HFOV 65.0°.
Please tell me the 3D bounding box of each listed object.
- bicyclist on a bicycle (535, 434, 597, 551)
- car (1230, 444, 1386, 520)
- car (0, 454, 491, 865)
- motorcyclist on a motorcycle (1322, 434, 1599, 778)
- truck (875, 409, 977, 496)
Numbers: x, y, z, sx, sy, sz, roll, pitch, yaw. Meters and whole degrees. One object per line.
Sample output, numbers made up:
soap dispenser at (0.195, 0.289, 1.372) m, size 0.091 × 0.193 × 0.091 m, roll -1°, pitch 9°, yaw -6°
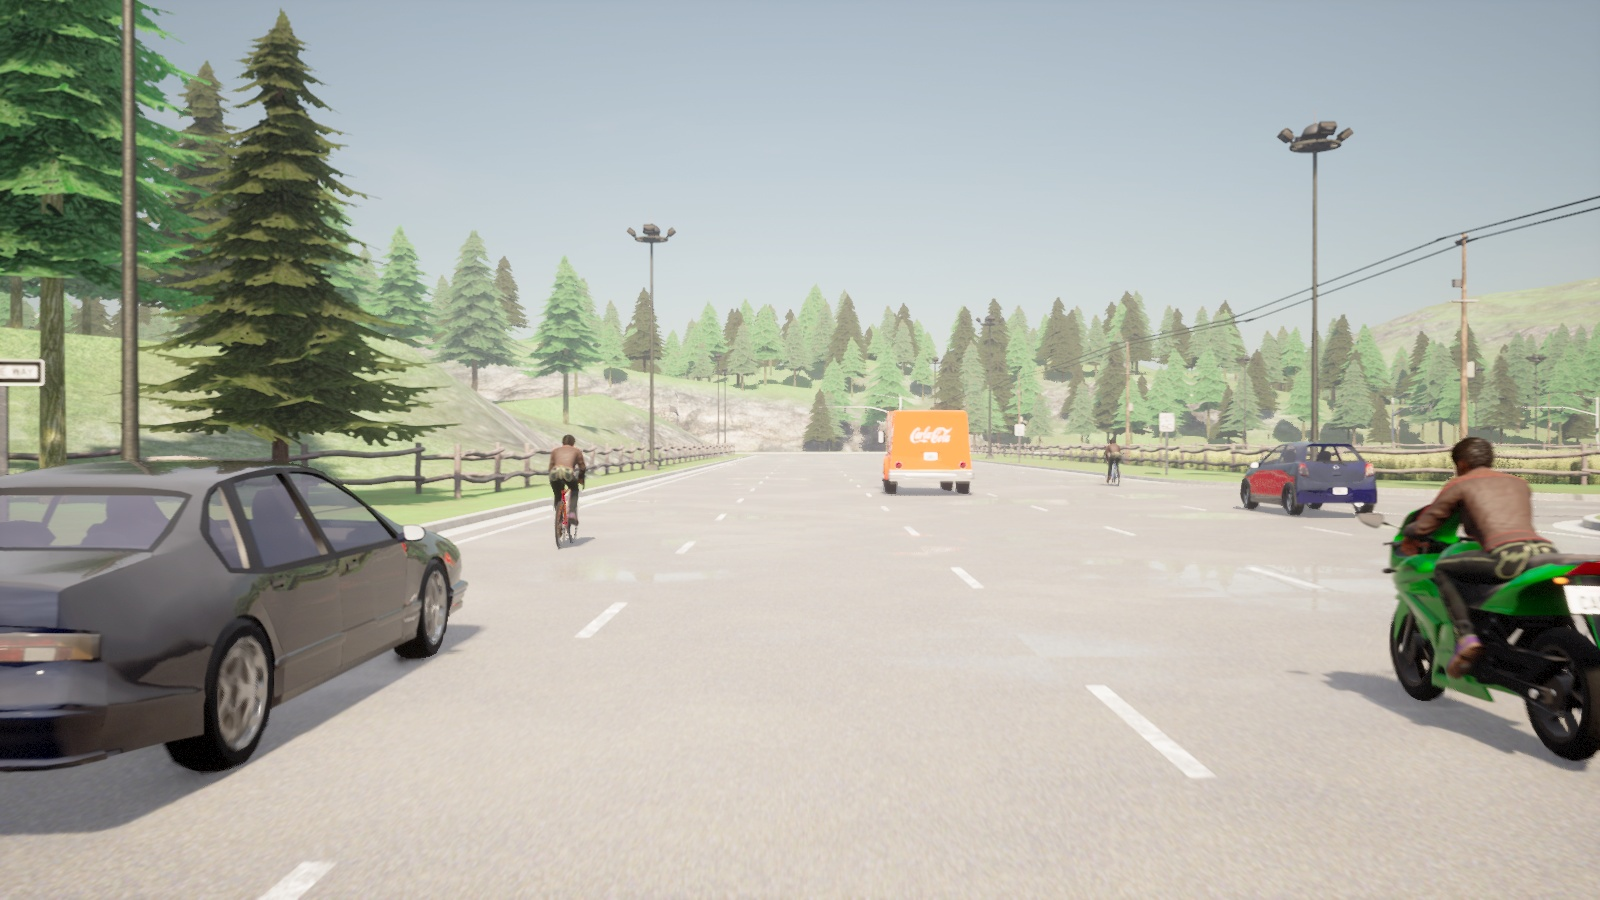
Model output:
bicyclist on a bicycle at (-3.382, 0.594, 18.257) m, size 0.582 × 1.620 × 1.656 m, roll 0°, pitch 0°, yaw 0°
car at (10.666, 0.618, 26.646) m, size 1.845 × 1.501 × 3.633 m, roll 0°, pitch 0°, yaw 0°
car at (-3.444, 0.751, 7.138) m, size 2.033 × 1.411 × 5.357 m, roll 0°, pitch 0°, yaw 0°
motorcyclist on a motorcycle at (3.553, 0.693, 6.571) m, size 0.797 × 1.523 × 2.044 m, roll 0°, pitch 0°, yaw 0°
truck at (3.732, 0.050, 38.356) m, size 2.627 × 2.467 × 5.204 m, roll 0°, pitch 1°, yaw 0°
